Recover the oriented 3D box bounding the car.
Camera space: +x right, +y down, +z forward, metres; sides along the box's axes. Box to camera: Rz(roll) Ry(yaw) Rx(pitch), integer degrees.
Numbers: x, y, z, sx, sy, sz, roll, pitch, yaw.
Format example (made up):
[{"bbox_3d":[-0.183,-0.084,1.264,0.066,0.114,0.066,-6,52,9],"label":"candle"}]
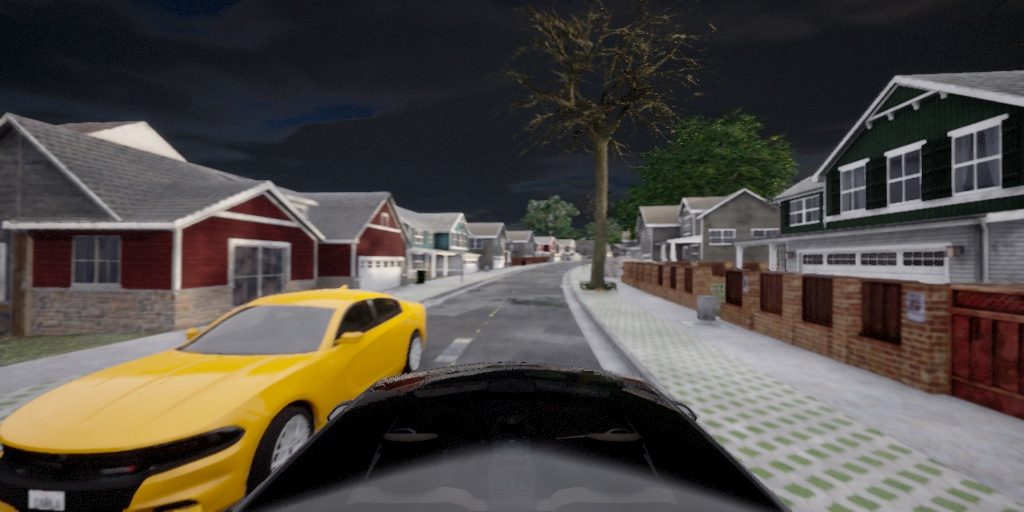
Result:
[{"bbox_3d":[-2.641,1.216,4.670,1.882,1.535,5.008,0,0,4],"label":"car"}]
